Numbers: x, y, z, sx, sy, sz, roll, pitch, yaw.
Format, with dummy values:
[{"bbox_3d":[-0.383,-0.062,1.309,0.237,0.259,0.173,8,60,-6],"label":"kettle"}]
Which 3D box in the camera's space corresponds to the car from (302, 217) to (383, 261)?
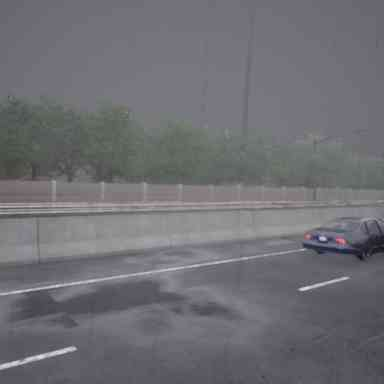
[{"bbox_3d":[6.521,1.667,12.811,5.357,1.411,2.033,1,0,-35],"label":"car"}]
